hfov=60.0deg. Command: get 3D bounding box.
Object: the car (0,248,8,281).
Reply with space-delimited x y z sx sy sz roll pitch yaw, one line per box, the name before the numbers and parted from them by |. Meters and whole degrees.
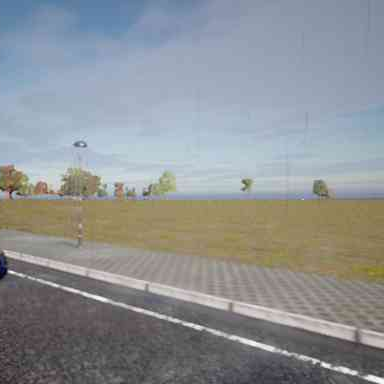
car | -6.488 1.529 8.416 4.181 1.385 1.994 0 0 36
